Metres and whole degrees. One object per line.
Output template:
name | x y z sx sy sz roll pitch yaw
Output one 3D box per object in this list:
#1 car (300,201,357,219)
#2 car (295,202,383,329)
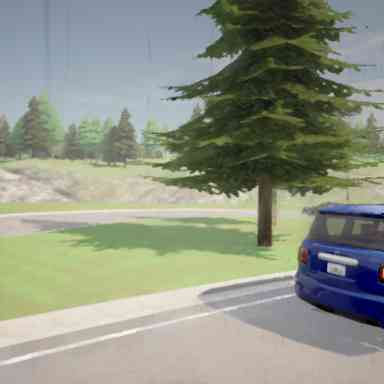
car | 12.946 1.633 31.772 4.674 1.442 1.812 1 -1 41
car | 4.442 1.258 6.293 5.566 2.045 2.150 1 0 -31
